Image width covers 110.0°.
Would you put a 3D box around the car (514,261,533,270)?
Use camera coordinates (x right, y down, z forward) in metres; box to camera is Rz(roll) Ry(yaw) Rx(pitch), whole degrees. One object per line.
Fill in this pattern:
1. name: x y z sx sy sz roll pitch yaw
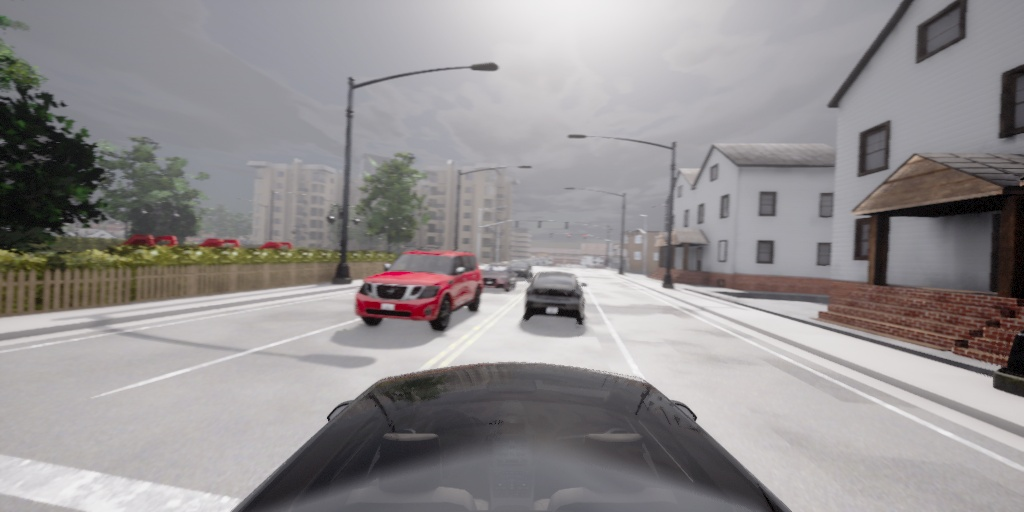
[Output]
1. car: 0.690 1.175 30.629 1.882 1.535 5.008 3 0 9

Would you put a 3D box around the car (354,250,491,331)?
1. car: -2.420 0.833 10.987 2.150 2.045 5.566 3 0 9

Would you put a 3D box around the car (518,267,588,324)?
1. car: 1.521 1.294 12.433 1.837 1.490 4.892 3 0 9

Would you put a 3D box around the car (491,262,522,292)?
1. car: -0.883 1.218 20.805 1.994 1.385 4.181 3 0 9
